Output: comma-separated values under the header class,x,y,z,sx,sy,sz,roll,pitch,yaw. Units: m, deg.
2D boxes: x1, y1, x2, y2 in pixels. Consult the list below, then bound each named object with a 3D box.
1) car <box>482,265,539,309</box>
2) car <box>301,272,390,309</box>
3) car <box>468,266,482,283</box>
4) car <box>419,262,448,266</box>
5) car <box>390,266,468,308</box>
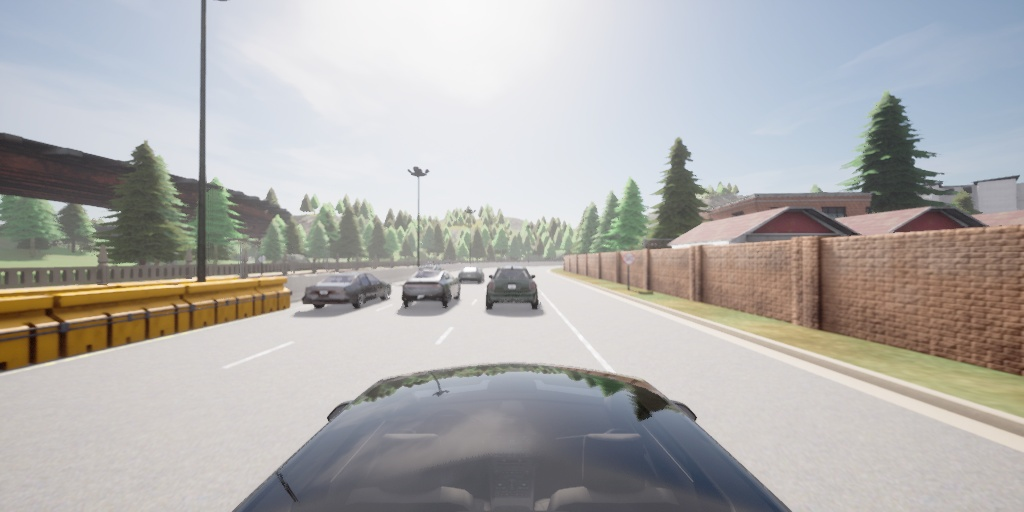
class,x,y,z,sx,sy,sz,roll,pitch,yaw
car,0.003,1.234,15.937,2.097,1.767,4.553,0,-1,0
car,-6.998,1.431,15.842,2.033,1.411,5.357,0,-1,0
car,-3.497,1.593,31.181,1.994,1.385,4.181,0,0,0
car,-6.995,1.536,31.153,1.837,1.490,4.892,0,0,0
car,-3.496,1.379,16.152,2.128,1.511,4.902,0,0,0
